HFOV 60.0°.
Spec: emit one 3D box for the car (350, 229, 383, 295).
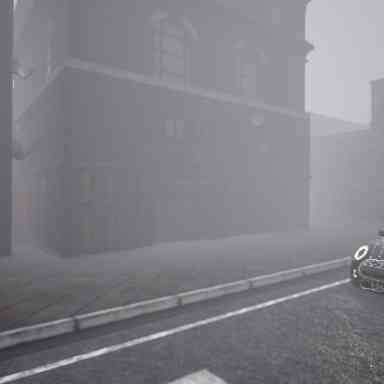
[{"bbox_3d":[5.710,1.330,7.773,4.553,1.767,2.097,0,0,-36],"label":"car"}]
